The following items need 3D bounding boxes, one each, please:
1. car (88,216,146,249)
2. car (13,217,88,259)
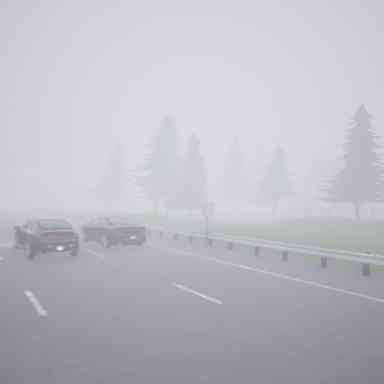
[{"bbox_3d":[-4.199,1.966,17.265,1.882,1.535,5.008,3,-2,-37],"label":"car"},{"bbox_3d":[-6.334,1.853,14.285,1.837,1.490,4.892,3,-2,-37],"label":"car"}]
